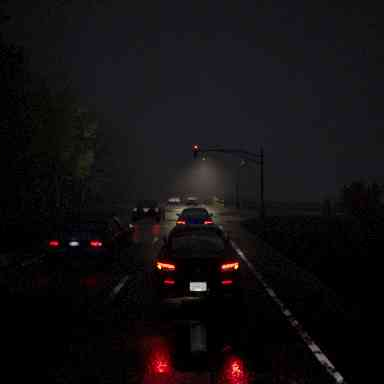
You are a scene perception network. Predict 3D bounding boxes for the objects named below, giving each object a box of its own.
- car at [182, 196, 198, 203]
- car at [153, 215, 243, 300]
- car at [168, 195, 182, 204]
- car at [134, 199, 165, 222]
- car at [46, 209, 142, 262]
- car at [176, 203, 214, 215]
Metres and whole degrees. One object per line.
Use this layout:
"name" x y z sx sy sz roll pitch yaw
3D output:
"car" 0.039 1.553 55.362 2.033 1.411 5.357 0 0 3
"car" 0.119 1.528 8.251 1.812 1.442 4.674 0 0 0
"car" -3.251 1.605 61.272 1.895 1.301 4.718 0 0 0
"car" -3.336 1.357 26.210 2.097 1.767 4.553 0 0 0
"car" -3.372 1.550 12.102 2.033 1.411 5.357 0 0 0
"car" 0.140 1.530 17.125 1.812 1.442 4.674 0 0 0
